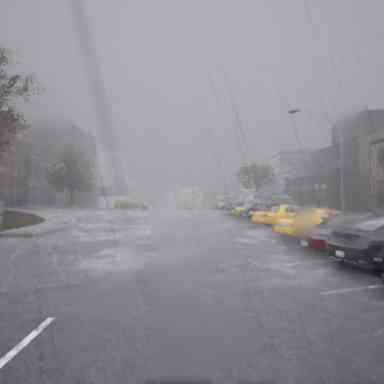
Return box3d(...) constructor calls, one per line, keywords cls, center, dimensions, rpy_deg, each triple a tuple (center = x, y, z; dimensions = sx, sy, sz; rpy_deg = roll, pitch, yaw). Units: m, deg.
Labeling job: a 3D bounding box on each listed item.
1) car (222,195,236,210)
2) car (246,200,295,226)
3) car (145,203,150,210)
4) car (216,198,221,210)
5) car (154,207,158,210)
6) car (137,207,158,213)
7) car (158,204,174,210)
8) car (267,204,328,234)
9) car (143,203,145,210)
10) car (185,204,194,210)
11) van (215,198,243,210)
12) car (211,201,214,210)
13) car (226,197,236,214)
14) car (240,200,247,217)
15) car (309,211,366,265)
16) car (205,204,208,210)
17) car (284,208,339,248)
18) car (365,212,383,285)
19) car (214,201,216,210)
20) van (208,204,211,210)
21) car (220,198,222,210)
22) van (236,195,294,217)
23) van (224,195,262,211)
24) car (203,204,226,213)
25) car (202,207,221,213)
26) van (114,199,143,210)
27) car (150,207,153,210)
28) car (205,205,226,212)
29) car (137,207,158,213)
box3d(cls="car", center=(6.368, 1.291, 33.587), dimensions=(5.566, 2.045, 2.435), rpy_deg=(1, 0, -20))
box3d(cls="car", center=(6.589, 1.514, 21.920), dimensions=(5.366, 1.575, 1.946), rpy_deg=(1, 0, -20))
box3d(cls="car", center=(-11.665, 2.600, 65.039), dimensions=(5.566, 2.045, 2.435), rpy_deg=(1, -5, -21))
box3d(cls="car", center=(6.334, 1.752, 45.307), dimensions=(4.892, 1.521, 2.231), rpy_deg=(2, -2, -20))
box3d(cls="car", center=(-11.731, 4.004, 79.993), dimensions=(5.366, 1.575, 1.946), rpy_deg=(1, -5, -21))
box3d(cls="car", center=(-11.892, 4.770, 88.932), dimensions=(5.366, 1.575, 1.946), rpy_deg=(1, -6, -21))
box3d(cls="car", center=(-5.345, 3.231, 69.492), dimensions=(1.994, 1.385, 4.181), rpy_deg=(0, -4, -1))
box3d(cls="car", center=(6.588, 1.501, 16.058), dimensions=(5.366, 1.575, 1.946), rpy_deg=(1, 0, -20))
box3d(cls="car", center=(-11.678, 2.511, 62.016), dimensions=(4.553, 1.767, 2.185), rpy_deg=(1, -4, -21))
box3d(cls="car", center=(-0.618, 4.252, 86.409), dimensions=(2.150, 2.045, 5.566), rpy_deg=(0, -5, -1))
box3d(cls="van", center=(6.338, 2.058, 57.056), dimensions=(4.442, 1.987, 1.878), rpy_deg=(2, -4, -21))
box3d(cls="car", center=(6.262, 2.117, 54.075), dimensions=(5.008, 1.535, 2.097), rpy_deg=(2, -3, -21))
box3d(cls="car", center=(6.226, 1.528, 30.595), dimensions=(5.366, 1.575, 1.946), rpy_deg=(1, 0, -20))
box3d(cls="car", center=(6.438, 1.551, 24.803), dimensions=(4.792, 1.488, 2.163), rpy_deg=(1, 0, -20))
box3d(cls="car", center=(6.406, 1.493, 10.127), dimensions=(4.892, 1.521, 2.231), rpy_deg=(1, 0, -20))
box3d(cls="car", center=(6.049, 3.303, 71.627), dimensions=(5.008, 1.535, 2.097), rpy_deg=(2, -5, -21))
box3d(cls="car", center=(6.381, 1.526, 13.053), dimensions=(4.792, 1.488, 2.163), rpy_deg=(1, 0, -20))
box3d(cls="car", center=(6.449, 1.362, 7.196), dimensions=(4.553, 1.767, 2.185), rpy_deg=(1, 0, -20))
box3d(cls="car", center=(6.477, 1.854, 48.300), dimensions=(5.366, 1.575, 1.946), rpy_deg=(2, -3, -20))
box3d(cls="van", center=(6.194, 2.863, 68.760), dimensions=(4.442, 1.987, 1.878), rpy_deg=(2, -5, -21))
box3d(cls="car", center=(6.354, 1.606, 39.463), dimensions=(4.892, 1.521, 2.231), rpy_deg=(1, -2, -20))
box3d(cls="van", center=(6.301, 1.300, 27.680), dimensions=(4.442, 1.987, 1.878), rpy_deg=(1, 0, -20))
box3d(cls="van", center=(6.457, 1.445, 42.432), dimensions=(4.442, 1.987, 1.878), rpy_deg=(1, -2, -20))
box3d(cls="car", center=(5.831, 4.243, 86.283), dimensions=(5.566, 2.045, 2.435), rpy_deg=(3, -6, -21))
box3d(cls="car", center=(5.623, 5.274, 95.009), dimensions=(5.008, 1.535, 2.097), rpy_deg=(3, -6, -21))
box3d(cls="van", center=(-11.501, 2.210, 59.089), dimensions=(4.442, 1.987, 1.878), rpy_deg=(1, -4, -21))
box3d(cls="car", center=(-11.778, 3.398, 73.973), dimensions=(4.553, 1.767, 2.185), rpy_deg=(1, -5, -21))
box3d(cls="car", center=(5.850, 4.241, 83.326), dimensions=(4.892, 1.521, 2.231), rpy_deg=(3, -6, -21))
box3d(cls="car", center=(-12.295, 5.032, 91.778), dimensions=(5.366, 1.575, 1.946), rpy_deg=(1, -5, -21))
